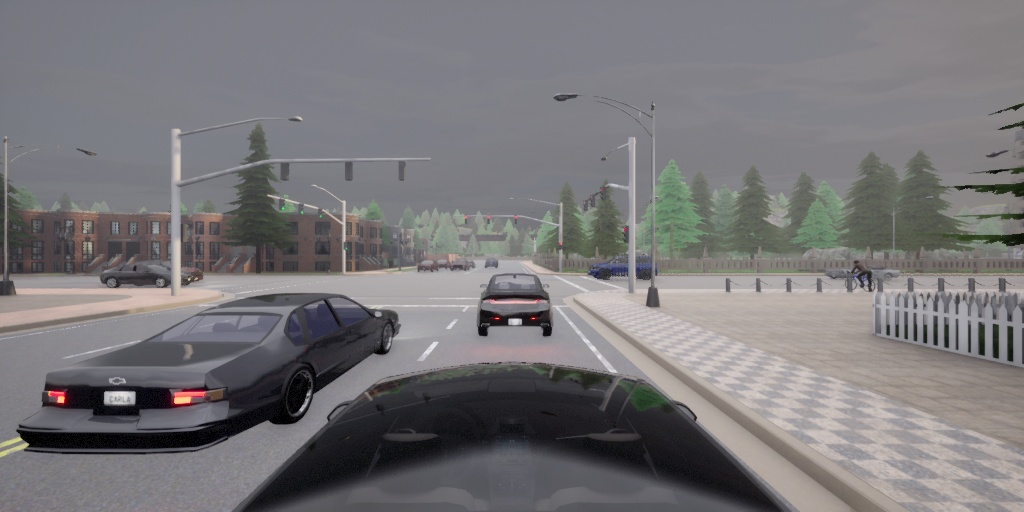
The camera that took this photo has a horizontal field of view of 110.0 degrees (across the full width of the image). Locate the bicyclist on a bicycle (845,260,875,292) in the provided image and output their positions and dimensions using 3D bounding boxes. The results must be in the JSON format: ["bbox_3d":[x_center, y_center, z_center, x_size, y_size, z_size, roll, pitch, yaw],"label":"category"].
[{"bbox_3d":[18.248,1.052,18.826,0.582,1.620,1.656,0,0,0],"label":"bicyclist on a bicycle"}]

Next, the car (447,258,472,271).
[{"bbox_3d":[-7.065,1.102,48.928,2.097,1.767,4.553,0,0,0],"label":"car"}]

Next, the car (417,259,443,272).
[{"bbox_3d":[-10.581,1.228,45.534,1.882,1.535,5.008,0,0,0],"label":"car"}]

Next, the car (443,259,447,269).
[{"bbox_3d":[-10.585,1.228,54.985,1.882,1.535,5.008,0,0,0],"label":"car"}]

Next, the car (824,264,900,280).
[{"bbox_3d":[28.965,1.351,29.800,4.718,1.301,1.895,0,0,0],"label":"car"}]

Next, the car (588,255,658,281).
[{"bbox_3d":[9.200,0.972,29.817,5.566,2.045,2.150,0,0,0],"label":"car"}]

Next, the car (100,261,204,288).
[{"bbox_3d":[-23.190,1.255,22.950,4.892,1.490,1.837,0,0,-3],"label":"car"}]

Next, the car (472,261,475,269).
[{"bbox_3d":[-7.064,1.314,57.788,1.994,1.385,4.181,0,0,0],"label":"car"}]

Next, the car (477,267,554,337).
[{"bbox_3d":[0.081,1.242,10.337,2.128,1.511,4.902,0,0,0],"label":"car"}]

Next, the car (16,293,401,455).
[{"bbox_3d":[-3.437,1.297,5.669,2.033,1.411,5.357,0,0,0],"label":"car"}]

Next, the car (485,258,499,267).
[{"bbox_3d":[-3.405,1.102,61.529,2.097,1.767,4.553,0,0,0],"label":"car"}]
